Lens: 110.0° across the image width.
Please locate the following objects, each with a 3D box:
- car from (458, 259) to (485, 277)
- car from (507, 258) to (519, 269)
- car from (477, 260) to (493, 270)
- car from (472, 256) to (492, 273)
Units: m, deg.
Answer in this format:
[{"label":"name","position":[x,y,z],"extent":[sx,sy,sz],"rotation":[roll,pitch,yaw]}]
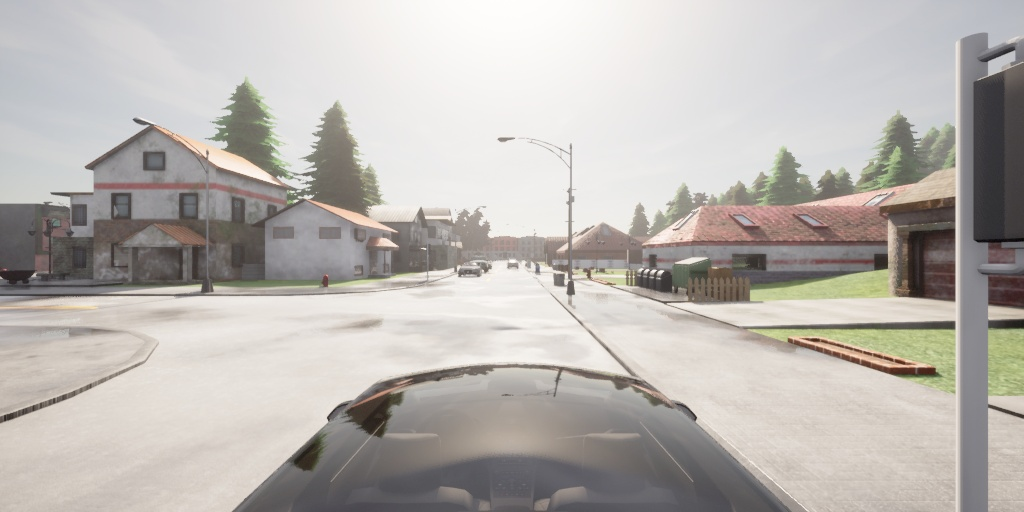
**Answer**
[{"label":"car","position":[-4.090,1.314,35.432],"extent":[1.994,1.385,4.181],"rotation":[0,0,0]},{"label":"car","position":[0.126,1.297,57.880],"extent":[2.033,1.411,5.357],"rotation":[0,0,-1]},{"label":"car","position":[-4.063,1.314,54.518],"extent":[1.994,1.385,4.181],"rotation":[0,0,0]},{"label":"car","position":[-4.088,0.971,44.579],"extent":[2.150,2.045,5.566],"rotation":[0,0,0]}]
